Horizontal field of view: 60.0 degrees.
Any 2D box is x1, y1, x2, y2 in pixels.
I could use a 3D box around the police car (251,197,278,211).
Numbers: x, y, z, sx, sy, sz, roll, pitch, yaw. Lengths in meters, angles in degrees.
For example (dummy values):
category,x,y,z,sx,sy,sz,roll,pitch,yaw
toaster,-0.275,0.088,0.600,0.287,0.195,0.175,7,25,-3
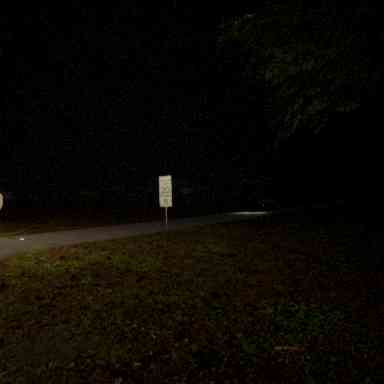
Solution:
category,x,y,z,sx,sy,sz,roll,pitch,yaw
police car,8.944,1.488,41.120,1.930,1.638,5.238,-3,-2,35
